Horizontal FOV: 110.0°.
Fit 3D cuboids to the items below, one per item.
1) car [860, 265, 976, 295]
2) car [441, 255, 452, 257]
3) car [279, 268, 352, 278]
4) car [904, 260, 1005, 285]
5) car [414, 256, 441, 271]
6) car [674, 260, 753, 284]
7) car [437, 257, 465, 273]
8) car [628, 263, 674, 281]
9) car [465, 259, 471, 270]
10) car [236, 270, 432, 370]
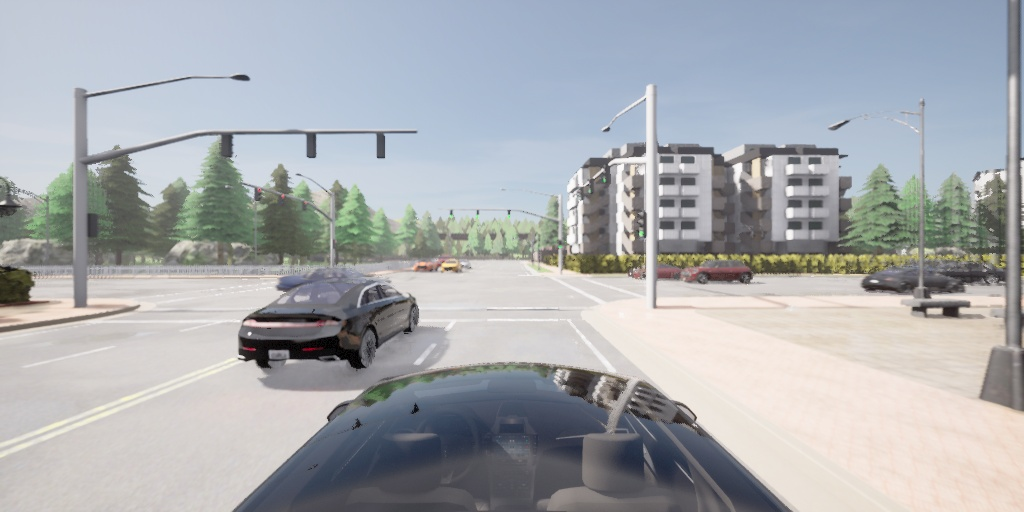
[{"bbox_3d":[21.464,1.352,19.287,4.181,1.385,1.994,1,0,-1],"label":"car"},{"bbox_3d":[-10.600,0.906,57.042,2.150,2.045,5.566,0,0,0],"label":"car"},{"bbox_3d":[-8.988,1.312,18.361,5.357,1.411,2.033,0,0,-1],"label":"car"},{"bbox_3d":[31.066,1.223,25.185,4.892,1.490,1.837,0,0,12],"label":"car"},{"bbox_3d":[-10.607,1.050,44.376,2.097,1.767,4.553,0,0,0],"label":"car"},{"bbox_3d":[14.686,1.071,25.966,4.553,1.767,2.097,0,0,-1],"label":"car"},{"bbox_3d":[-7.111,1.178,42.406,1.882,1.535,5.008,0,0,0],"label":"car"},{"bbox_3d":[11.686,1.279,29.364,4.181,1.385,1.994,0,0,-2],"label":"car"},{"bbox_3d":[-7.103,1.213,52.398,1.812,1.442,4.674,0,0,0],"label":"car"},{"bbox_3d":[-3.423,1.235,7.716,2.128,1.511,4.902,0,0,0],"label":"car"}]
